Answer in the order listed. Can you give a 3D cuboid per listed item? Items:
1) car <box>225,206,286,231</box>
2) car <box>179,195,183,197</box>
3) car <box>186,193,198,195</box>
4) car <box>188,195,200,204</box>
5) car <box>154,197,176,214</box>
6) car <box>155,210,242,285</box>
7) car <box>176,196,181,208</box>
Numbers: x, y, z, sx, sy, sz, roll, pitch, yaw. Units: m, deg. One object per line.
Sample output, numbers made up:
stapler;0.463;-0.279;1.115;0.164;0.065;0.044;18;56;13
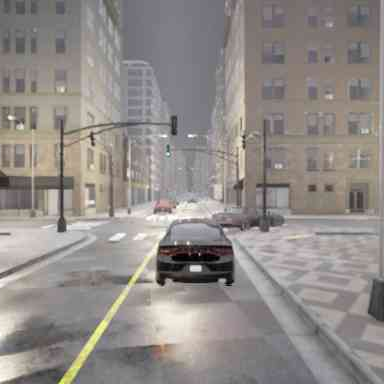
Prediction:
car;3.579;1.588;20.726;5.357;1.411;2.033;0;0;-39
car;-3.067;1.604;56.620;1.837;1.490;4.892;0;0;0
car;-0.012;1.663;77.841;1.812;1.442;4.674;0;0;0
car;0.072;1.720;67.750;1.895;1.301;4.718;0;0;0
car;-3.097;1.542;36.714;1.882;1.535;5.008;0;0;-1
car;0.084;1.495;9.613;1.882;1.535;5.008;0;0;0
car;-3.066;1.629;46.445;2.033;1.411;5.357;0;0;0
